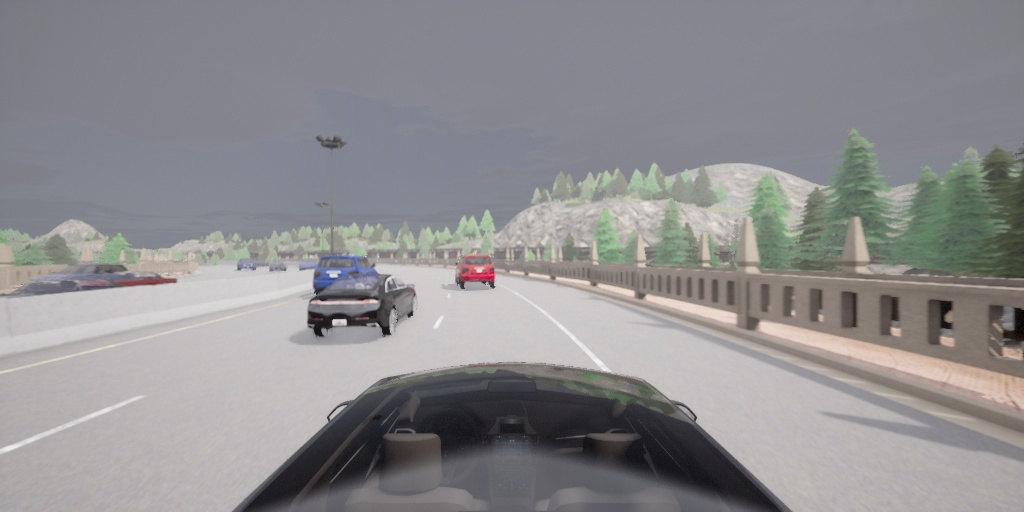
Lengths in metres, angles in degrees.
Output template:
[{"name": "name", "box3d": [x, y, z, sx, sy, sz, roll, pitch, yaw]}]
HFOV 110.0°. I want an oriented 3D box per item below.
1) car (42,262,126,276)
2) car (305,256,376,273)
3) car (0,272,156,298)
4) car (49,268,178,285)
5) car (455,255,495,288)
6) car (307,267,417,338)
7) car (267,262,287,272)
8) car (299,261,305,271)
[{"name": "car", "box3d": [-23.343, 1.212, 19.658, 2.097, 1.767, 4.553, 0, 0, -14]}, {"name": "car", "box3d": [-8.733, 0.998, 19.217, 2.150, 2.045, 5.566, 0, 0, -10]}, {"name": "car", "box3d": [-14.887, 1.407, 11.811, 1.895, 1.301, 4.718, 0, 0, -8]}, {"name": "car", "box3d": [-19.398, 1.435, 17.947, 1.895, 1.301, 4.718, 0, 0, -12]}, {"name": "car", "box3d": [-2.516, 0.964, 23.724, 2.150, 2.045, 5.566, 0, 0, -13]}, {"name": "car", "box3d": [-3.997, 1.248, 10.304, 2.128, 1.511, 4.902, 0, 0, -5]}, {"name": "car", "box3d": [-32.554, 1.536, 49.948, 1.994, 1.385, 4.181, -1, 0, -33]}, {"name": "car", "box3d": [-26.094, 1.389, 45.993, 1.882, 1.535, 5.008, 0, 0, -29]}]
